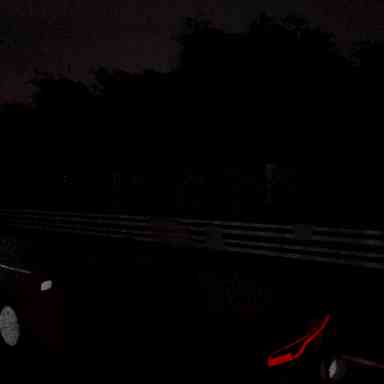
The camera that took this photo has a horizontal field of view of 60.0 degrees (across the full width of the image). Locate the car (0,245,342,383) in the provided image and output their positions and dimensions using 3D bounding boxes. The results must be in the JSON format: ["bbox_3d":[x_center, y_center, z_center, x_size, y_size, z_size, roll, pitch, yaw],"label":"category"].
[{"bbox_3d":[-0.728,1.476,4.508,5.008,1.535,1.882,0,0,35],"label":"car"}]
